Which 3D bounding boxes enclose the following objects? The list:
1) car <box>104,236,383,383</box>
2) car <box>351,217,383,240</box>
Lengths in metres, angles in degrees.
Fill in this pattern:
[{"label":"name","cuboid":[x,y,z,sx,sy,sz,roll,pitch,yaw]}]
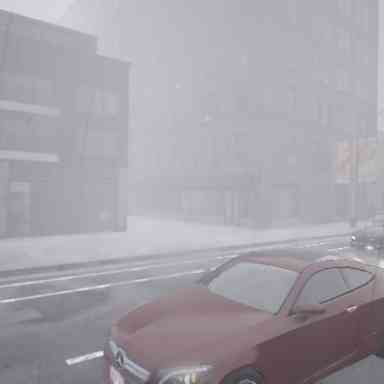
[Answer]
[{"label":"car","cuboid":[1.190,1.562,4.532,4.674,1.442,1.812,1,0,-35]},{"label":"car","cuboid":[8.769,1.718,13.955,5.357,1.411,2.033,1,0,-36]}]
